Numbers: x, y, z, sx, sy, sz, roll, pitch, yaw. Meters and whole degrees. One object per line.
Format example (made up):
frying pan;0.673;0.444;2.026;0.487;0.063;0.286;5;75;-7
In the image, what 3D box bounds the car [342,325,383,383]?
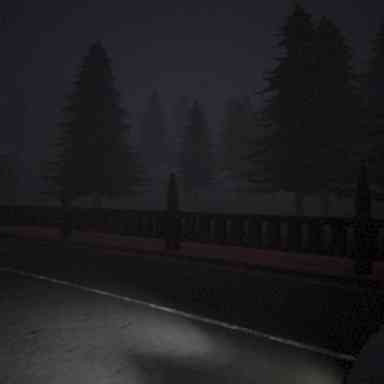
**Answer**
car;3.297;1.602;1.638;4.718;1.301;1.895;0;0;35
